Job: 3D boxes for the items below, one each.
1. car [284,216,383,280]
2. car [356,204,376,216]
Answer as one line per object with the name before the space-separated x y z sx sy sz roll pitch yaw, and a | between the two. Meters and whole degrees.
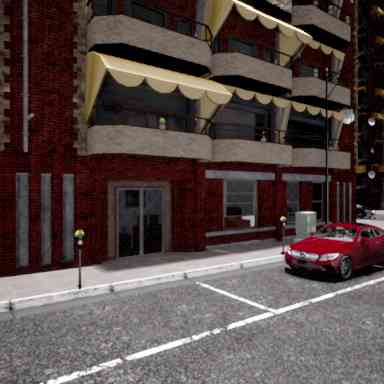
car | 4.569 1.580 9.867 4.206 1.307 1.802 0 0 -35
car | 15.520 1.800 32.910 2.128 1.511 4.902 0 -1 -36
